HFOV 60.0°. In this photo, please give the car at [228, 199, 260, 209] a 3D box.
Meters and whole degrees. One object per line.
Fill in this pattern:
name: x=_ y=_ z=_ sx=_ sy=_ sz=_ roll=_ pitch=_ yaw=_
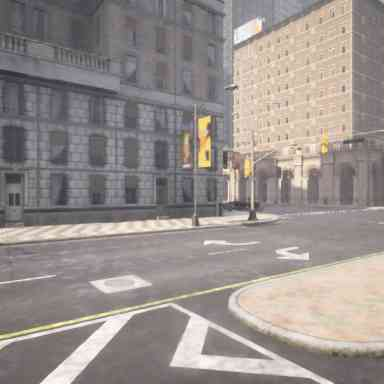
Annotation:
car: x=7.267 y=1.596 z=46.460 sx=1.895 sy=1.301 sz=4.718 roll=0 pitch=0 yaw=-36
